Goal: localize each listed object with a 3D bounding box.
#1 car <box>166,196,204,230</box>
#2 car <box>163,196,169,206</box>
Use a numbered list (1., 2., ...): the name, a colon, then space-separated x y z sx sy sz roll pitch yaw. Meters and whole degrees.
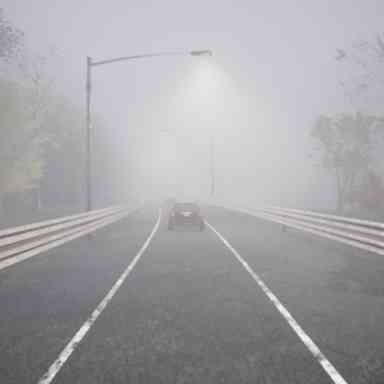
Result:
1. car: -0.444 1.355 21.403 2.097 1.767 4.553 0 0 -3
2. car: -3.618 1.478 53.617 1.837 1.490 4.892 1 0 -9
